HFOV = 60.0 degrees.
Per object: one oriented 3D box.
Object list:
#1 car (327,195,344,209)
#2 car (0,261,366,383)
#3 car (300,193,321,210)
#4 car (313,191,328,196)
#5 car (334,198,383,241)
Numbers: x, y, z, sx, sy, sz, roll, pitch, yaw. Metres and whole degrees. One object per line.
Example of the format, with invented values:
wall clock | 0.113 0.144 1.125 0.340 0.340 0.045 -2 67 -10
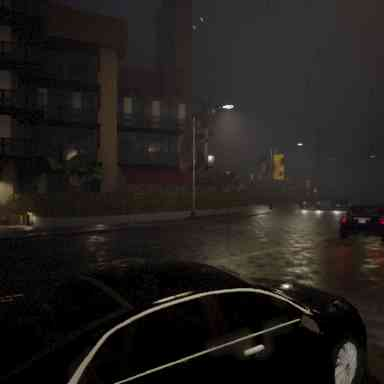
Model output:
car | 18.120 1.487 40.817 1.837 1.490 4.892 0 0 13
car | -0.064 1.505 3.372 4.892 1.490 1.837 -1 1 -38
car | 14.670 1.329 41.441 2.097 1.767 4.553 0 0 13
car | 34.339 1.210 86.109 2.185 1.767 4.553 0 0 -24
car | 9.037 1.344 16.594 2.097 1.767 4.553 0 0 40
